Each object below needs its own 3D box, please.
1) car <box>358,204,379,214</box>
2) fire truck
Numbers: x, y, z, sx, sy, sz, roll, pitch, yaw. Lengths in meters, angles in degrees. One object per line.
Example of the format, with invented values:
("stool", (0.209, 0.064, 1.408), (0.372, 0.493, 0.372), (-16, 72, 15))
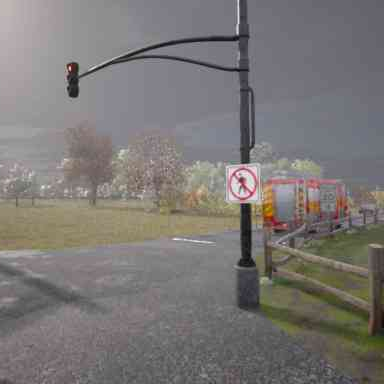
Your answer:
("car", (25.644, 2.435, 48.129), (2.033, 1.411, 5.357), (-1, -2, 40))
("fire truck", (8.048, 0.708, 22.659), (2.891, 3.827, 8.468), (-1, -2, 40))
